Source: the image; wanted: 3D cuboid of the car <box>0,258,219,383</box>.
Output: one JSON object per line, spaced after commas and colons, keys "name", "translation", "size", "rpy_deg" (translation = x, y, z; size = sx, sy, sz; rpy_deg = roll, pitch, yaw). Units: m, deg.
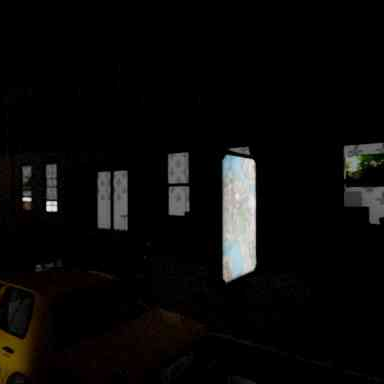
{"name": "car", "translation": [-2.008, 1.549, 4.305], "size": [4.829, 1.417, 1.752], "rpy_deg": [0, 0, 35]}
